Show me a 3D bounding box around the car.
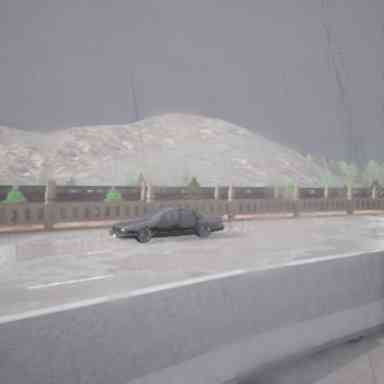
[{"bbox_3d":[-1.018,1.475,15.574,5.357,1.411,2.033,0,0,-31],"label":"car"}]
